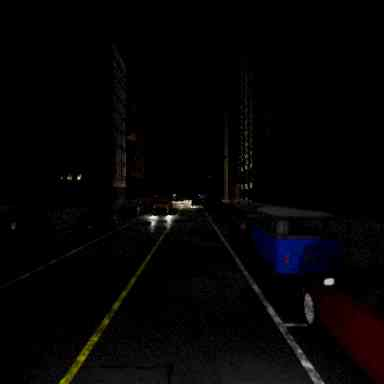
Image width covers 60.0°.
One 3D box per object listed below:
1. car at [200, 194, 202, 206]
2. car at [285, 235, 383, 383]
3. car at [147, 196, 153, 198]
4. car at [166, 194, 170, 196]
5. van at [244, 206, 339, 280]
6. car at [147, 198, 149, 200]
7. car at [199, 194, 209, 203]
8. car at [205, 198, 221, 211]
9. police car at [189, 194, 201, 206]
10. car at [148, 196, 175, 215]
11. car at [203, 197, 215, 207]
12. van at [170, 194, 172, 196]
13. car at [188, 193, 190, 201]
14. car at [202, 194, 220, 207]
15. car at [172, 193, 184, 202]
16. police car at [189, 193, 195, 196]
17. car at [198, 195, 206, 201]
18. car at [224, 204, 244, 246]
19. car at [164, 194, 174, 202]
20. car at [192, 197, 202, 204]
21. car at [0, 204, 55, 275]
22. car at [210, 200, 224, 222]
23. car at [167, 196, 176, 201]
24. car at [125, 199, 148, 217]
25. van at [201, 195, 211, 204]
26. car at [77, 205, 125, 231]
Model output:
[{"bbox_3d":[2.762,1.389,48.945,2.192,1.841,5.009,0,0,0],"label":"car"},{"bbox_3d":[2.764,1.550,4.072,1.887,1.381,4.507,0,0,0],"label":"car"},{"bbox_3d":[-5.763,1.589,43.152,1.752,1.417,4.829,0,0,0],"label":"car"},{"bbox_3d":[-5.764,1.411,60.151,2.192,1.841,5.009,0,0,0],"label":"car"},{"bbox_3d":[2.764,1.353,9.681,1.690,1.788,3.998,0,0,0],"label":"van"},{"bbox_3d":[-5.763,1.636,37.713,1.802,1.307,4.206,0,0,0],"label":"car"},{"bbox_3d":[2.761,1.445,76.990,2.192,1.841,5.009,0,0,0],"label":"car"},{"bbox_3d":[2.762,1.636,37.726,1.802,1.307,4.206,0,0,0],"label":"car"},{"bbox_3d":[0.898,1.512,55.225,1.930,1.638,5.238,0,0,0],"label":"police car"},{"bbox_3d":[-3.096,1.527,35.059,1.882,1.535,5.008,0,0,0],"label":"car"},{"bbox_3d":[2.761,1.611,54.724,1.752,1.417,4.829,0,0,0],"label":"car"},{"bbox_3d":[-5.764,1.471,76.980,1.690,1.788,3.998,0,0,0],"label":"van"},{"bbox_3d":[-0.002,1.234,89.025,2.150,2.045,5.566,0,0,0],"label":"car"},{"bbox_3d":[2.762,1.379,43.335,2.192,1.841,5.009,0,0,0],"label":"car"},{"bbox_3d":[-3.003,1.474,76.843,1.882,1.535,5.008,0,0,0],"label":"car"},{"bbox_3d":[0.898,1.544,71.225,1.930,1.638,5.238,0,0,0],"label":"police car"},{"bbox_3d":[2.760,1.605,93.817,1.967,1.590,4.097,0,0,0],"label":"car"},{"bbox_3d":[2.763,1.459,15.290,1.967,1.590,4.097,0,0,0],"label":"car"},{"bbox_3d":[-5.765,1.456,82.589,2.192,1.841,5.009,0,0,0],"label":"car"},{"bbox_3d":[0.898,1.632,65.115,1.812,1.442,4.674,0,0,0],"label":"car"},{"bbox_3d":[-5.761,1.327,9.666,2.192,1.841,5.009,0,0,0],"label":"car"},{"bbox_3d":[2.763,1.601,26.508,1.947,1.339,4.313,0,0,0],"label":"car"},{"bbox_3d":[-5.765,1.716,93.807,2.008,1.369,4.403,0,0,0],"label":"car"},{"bbox_3d":[-5.763,1.595,32.103,2.008,1.369,4.403,0,0,0],"label":"car"},{"bbox_3d":[2.761,1.448,65.772,1.690,1.788,3.998,0,0,0],"label":"van"},{"bbox_3d":[-5.762,1.593,20.885,1.947,1.339,4.313,0,0,0],"label":"car"}]
